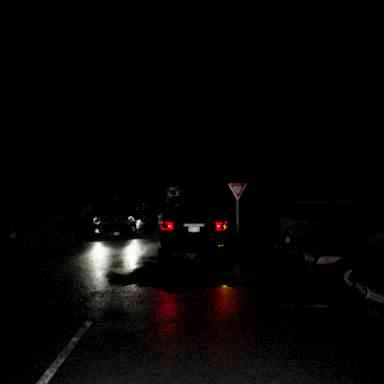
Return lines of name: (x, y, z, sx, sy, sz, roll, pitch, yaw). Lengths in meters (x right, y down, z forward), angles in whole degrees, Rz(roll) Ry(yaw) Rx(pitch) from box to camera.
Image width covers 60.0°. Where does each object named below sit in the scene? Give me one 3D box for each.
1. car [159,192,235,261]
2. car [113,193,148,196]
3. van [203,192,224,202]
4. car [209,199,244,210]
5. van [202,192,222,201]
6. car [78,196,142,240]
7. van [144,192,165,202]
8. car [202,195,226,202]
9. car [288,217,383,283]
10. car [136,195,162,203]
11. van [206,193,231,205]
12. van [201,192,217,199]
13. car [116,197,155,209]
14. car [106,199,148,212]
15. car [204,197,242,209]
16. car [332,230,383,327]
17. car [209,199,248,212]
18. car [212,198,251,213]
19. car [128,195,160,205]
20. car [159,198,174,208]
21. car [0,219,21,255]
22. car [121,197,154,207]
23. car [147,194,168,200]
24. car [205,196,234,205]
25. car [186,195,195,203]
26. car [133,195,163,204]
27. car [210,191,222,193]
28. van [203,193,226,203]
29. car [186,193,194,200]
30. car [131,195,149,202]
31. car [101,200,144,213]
car: (0.056, 1.148, 12.111, 2.150, 2.045, 5.566, 0, 0, 0)
car: (-8.353, 1.403, 46.000, 5.566, 2.045, 2.435, 0, 1, 0)
van: (4.763, 1.084, 73.703, 4.442, 1.987, 1.878, 0, 0, 0)
car: (4.695, 1.695, 46.016, 4.674, 1.452, 2.002, 0, 1, 0)
van: (4.524, 1.065, 76.473, 4.442, 1.987, 1.878, 0, 0, 0)
car: (-4.357, 1.255, 16.771, 2.097, 1.767, 4.553, 0, 0, -27)
van: (-8.317, 1.083, 73.751, 4.442, 1.987, 1.878, 0, 0, 0)
car: (4.656, 1.328, 70.935, 5.008, 1.535, 2.097, 0, 0, 0)
car: (5.034, 1.477, 8.058, 4.674, 1.452, 2.002, 0, 0, 0)
car: (-8.424, 1.375, 65.423, 4.892, 1.521, 2.231, 0, 1, 0)
van: (4.789, 1.215, 59.984, 4.442, 1.987, 1.878, 0, 1, 0)
van: (4.726, 0.952, 93.220, 4.442, 1.987, 1.878, 0, 0, 0)
car: (-8.202, 1.608, 48.780, 5.366, 1.575, 1.946, 0, 1, 0)
car: (-8.371, 1.697, 43.228, 5.008, 1.535, 2.097, 0, 1, 0)
car: (4.507, 1.609, 48.785, 5.366, 1.575, 1.946, 0, 1, 0)
car: (5.037, 1.499, 5.273, 4.674, 1.452, 2.002, 0, 0, 0)
car: (4.674, 1.727, 43.246, 4.792, 1.488, 2.163, 0, 1, 0)
car: (4.740, 1.613, 40.599, 4.553, 1.767, 2.185, 0, 1, 0)
car: (-8.593, 1.437, 60.003, 5.366, 1.575, 1.946, 0, 1, 0)
car: (-3.947, 1.684, 51.920, 1.895, 1.301, 4.718, 0, 1, 0)
car: (-8.081, 1.445, 10.635, 4.792, 1.488, 2.163, 0, 0, 0)
car: (-8.386, 1.569, 51.556, 4.892, 1.521, 2.231, 0, 1, 0)
car: (-8.479, 1.282, 82.081, 4.792, 1.488, 2.163, 0, 0, 0)
car: (4.649, 1.513, 57.094, 4.792, 1.488, 2.163, 0, 1, 0)
car: (-0.331, 1.369, 69.012, 1.837, 1.490, 4.892, 0, 1, 1)
car: (-8.228, 1.402, 62.656, 5.366, 1.575, 1.946, 0, 1, 0)
car: (4.711, 1.275, 54.320, 5.566, 2.045, 2.435, 0, 1, 0)
van: (4.548, 1.124, 68.147, 4.442, 1.987, 1.878, 0, 1, 0)
car: (-0.404, 1.103, 79.167, 1.882, 1.535, 5.008, 0, 0, 0)
car: (-4.196, 1.551, 33.770, 2.150, 2.045, 5.566, 0, -1, 6)
car: (-8.401, 1.770, 40.452, 4.792, 1.488, 2.163, 0, 1, 0)
